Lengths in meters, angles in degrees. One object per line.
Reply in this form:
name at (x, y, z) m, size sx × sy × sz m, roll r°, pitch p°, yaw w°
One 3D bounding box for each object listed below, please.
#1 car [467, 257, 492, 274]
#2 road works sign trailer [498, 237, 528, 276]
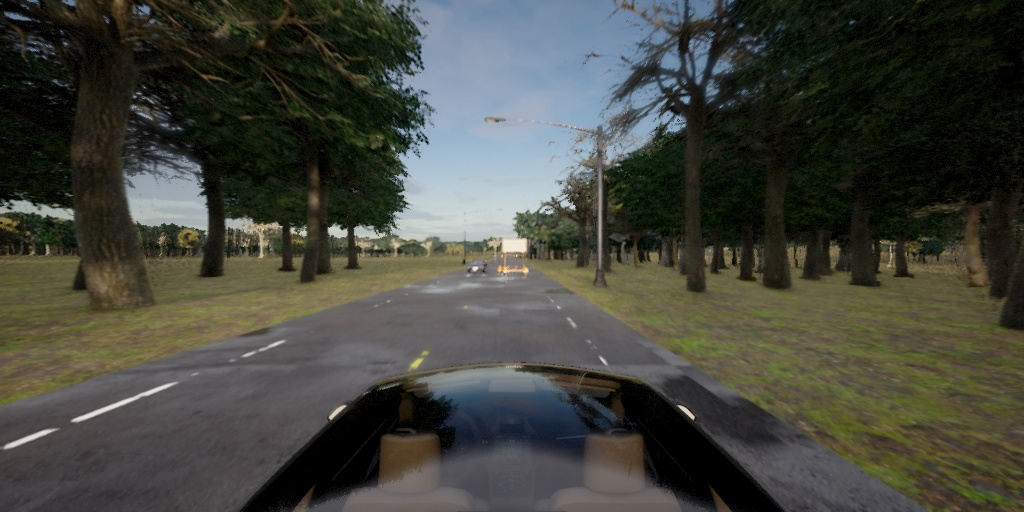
car at (-3.573, 1.061, 37.360) m, size 2.128 × 1.511 × 4.902 m, roll 0°, pitch 0°, yaw 0°
road works sign trailer at (0.195, 0.051, 33.932) m, size 2.380 × 3.560 × 2.880 m, roll 0°, pitch 0°, yaw -8°
